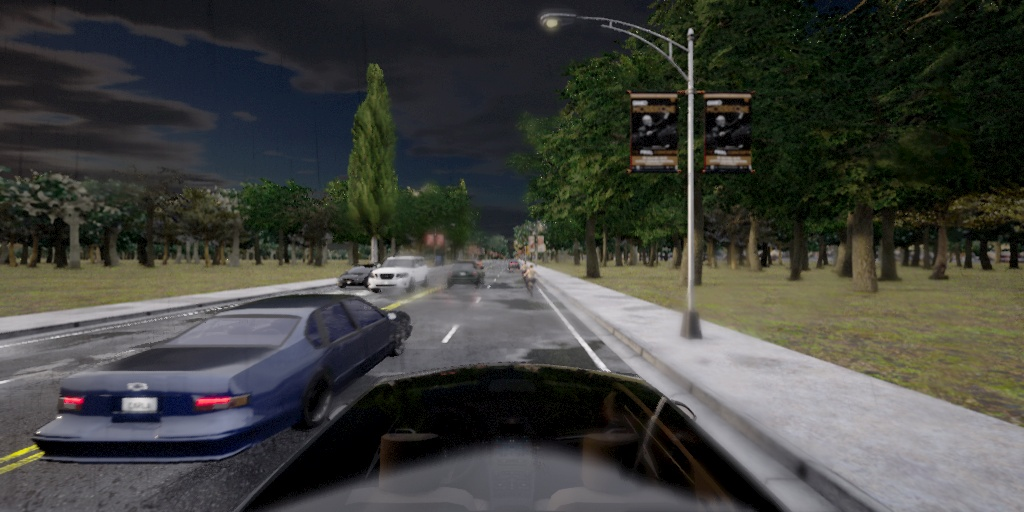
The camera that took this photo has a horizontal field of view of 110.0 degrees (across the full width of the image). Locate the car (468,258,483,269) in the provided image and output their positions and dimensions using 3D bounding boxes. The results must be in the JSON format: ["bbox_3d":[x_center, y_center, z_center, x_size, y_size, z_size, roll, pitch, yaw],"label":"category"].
[{"bbox_3d":[-6.307,1.314,61.748,2.097,1.767,4.553,0,0,1],"label":"car"}]

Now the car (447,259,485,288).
[{"bbox_3d":[-3.052,1.182,24.556,2.097,1.767,4.553,0,0,0],"label":"car"}]

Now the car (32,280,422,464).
[{"bbox_3d":[-3.136,1.311,5.537,2.033,1.411,5.357,0,0,0],"label":"car"}]

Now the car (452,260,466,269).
[{"bbox_3d":[-9.523,1.475,64.639,1.837,1.490,4.892,0,0,1],"label":"car"}]

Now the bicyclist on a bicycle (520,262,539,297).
[{"bbox_3d":[0.983,1.245,18.310,0.866,1.612,1.509,0,0,0],"label":"bicyclist on a bicycle"}]

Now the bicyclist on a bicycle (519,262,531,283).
[{"bbox_3d":[1.027,1.279,28.126,0.866,1.612,1.509,0,0,0],"label":"bicyclist on a bicycle"}]

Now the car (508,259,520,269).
[{"bbox_3d":[0.365,1.451,61.765,2.128,1.511,4.902,0,0,0],"label":"car"}]

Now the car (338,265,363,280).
[{"bbox_3d":[-9.753,1.332,23.866,1.837,1.490,4.892,0,0,0],"label":"car"}]

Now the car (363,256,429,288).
[{"bbox_3d":[-6.517,1.038,21.358,2.150,2.045,5.566,0,0,0],"label":"car"}]
